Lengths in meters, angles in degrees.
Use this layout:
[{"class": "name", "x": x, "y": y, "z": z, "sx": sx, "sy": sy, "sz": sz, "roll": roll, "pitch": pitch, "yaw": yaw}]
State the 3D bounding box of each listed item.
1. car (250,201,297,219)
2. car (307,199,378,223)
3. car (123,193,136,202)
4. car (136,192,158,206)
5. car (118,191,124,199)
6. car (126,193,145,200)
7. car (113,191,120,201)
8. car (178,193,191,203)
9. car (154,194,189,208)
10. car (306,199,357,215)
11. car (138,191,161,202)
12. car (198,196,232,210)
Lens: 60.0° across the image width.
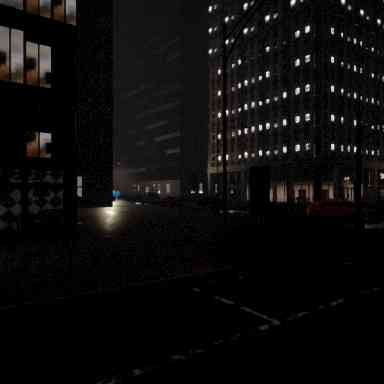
[{"class": "car", "x": 6.389, "y": 1.399, "z": 26.546, "sx": 1.802, "sy": 1.307, "sz": 4.206, "roll": 1, "pitch": 0, "yaw": -32}, {"class": "car", "x": 10.891, "y": 1.337, "z": 24.429, "sx": 1.882, "sy": 1.535, "sz": 5.008, "roll": 0, "pitch": 1, "yaw": -35}, {"class": "car", "x": -9.204, "y": 1.006, "z": 55.268, "sx": 1.994, "sy": 1.385, "sz": 4.181, "roll": 0, "pitch": 1, "yaw": -34}, {"class": "car", "x": -5.459, "y": 1.094, "z": 44.996, "sx": 1.752, "sy": 1.417, "sz": 4.829, "roll": 1, "pitch": 0, "yaw": -33}, {"class": "car", "x": -13.144, "y": 0.876, "z": 65.716, "sx": 1.994, "sy": 1.385, "sz": 4.181, "roll": 0, "pitch": 1, "yaw": -36}, {"class": "car", "x": -11.540, "y": 0.864, "z": 67.781, "sx": 1.947, "sy": 1.339, "sz": 4.313, "roll": 1, "pitch": 0, "yaw": -36}, {"class": "car", "x": -15.008, "y": 0.919, "z": 58.874, "sx": 1.887, "sy": 1.381, "sz": 4.507, "roll": 1, "pitch": 0, "yaw": -35}, {"class": "car", "x": -1.892, "y": 0.926, "z": 54.336, "sx": 1.967, "sy": 1.590, "sz": 4.097, "roll": 1, "pitch": 0, "yaw": -35}, {"class": "car", "x": -2.509, "y": 1.211, "z": 40.500, "sx": 1.802, "sy": 1.307, "sz": 4.206, "roll": 1, "pitch": 0, "yaw": -33}, {"class": "car", "x": 13.007, "y": 1.377, "z": 31.239, "sx": 1.802, "sy": 1.307, "sz": 4.206, "roll": 1, "pitch": 0, "yaw": -32}, {"class": "car", "x": -7.324, "y": 0.779, "z": 57.543, "sx": 2.097, "sy": 1.767, "sz": 4.553, "roll": 0, "pitch": 1, "yaw": -35}, {"class": "car", "x": 2.518, "y": 1.172, "z": 37.431, "sx": 2.128, "sy": 1.511, "sz": 4.902, "roll": 0, "pitch": 1, "yaw": -32}]
